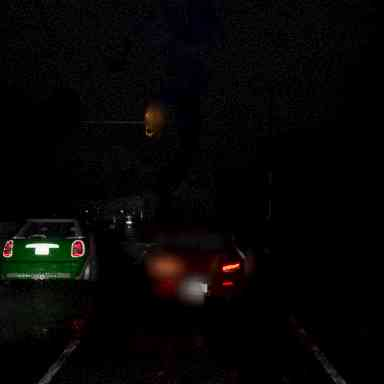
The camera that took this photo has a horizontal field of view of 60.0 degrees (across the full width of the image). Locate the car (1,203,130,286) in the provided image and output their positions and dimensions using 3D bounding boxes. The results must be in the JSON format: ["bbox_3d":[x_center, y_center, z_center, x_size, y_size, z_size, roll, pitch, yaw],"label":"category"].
[{"bbox_3d":[-3.361,1.352,9.611,2.097,1.767,4.553,0,0,0],"label":"car"}]

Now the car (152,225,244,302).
[{"bbox_3d":[0.131,1.526,8.145,1.812,1.442,4.674,0,0,0],"label":"car"}]

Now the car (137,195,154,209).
[{"bbox_3d":[-6.804,1.491,44.114,2.128,1.511,4.902,0,0,0],"label":"car"}]

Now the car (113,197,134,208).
[{"bbox_3d":[-10.251,1.546,50.416,2.033,1.411,5.357,0,0,1],"label":"car"}]

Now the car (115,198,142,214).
[{"bbox_3d":[-6.879,1.601,34.953,1.895,1.301,4.718,0,0,0],"label":"car"}]

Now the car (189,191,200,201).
[{"bbox_3d":[0.578,0.845,66.640,2.097,1.767,4.553,0,3,0],"label":"car"}]

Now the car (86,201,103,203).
[{"bbox_3d":[-10.387,1.601,35.113,1.895,1.301,4.718,0,0,1],"label":"car"}]

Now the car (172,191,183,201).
[{"bbox_3d":[-2.924,0.985,66.399,1.882,1.535,5.008,0,3,1],"label":"car"}]

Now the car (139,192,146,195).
[{"bbox_3d":[-10.012,0.910,68.122,1.837,1.490,4.892,0,4,1],"label":"car"}]

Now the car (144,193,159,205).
[{"bbox_3d":[-6.693,1.427,56.429,1.837,1.490,4.892,0,2,1],"label":"car"}]

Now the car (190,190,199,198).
[{"bbox_3d":[0.561,0.473,76.719,1.837,1.490,4.892,0,3,0],"label":"car"}]

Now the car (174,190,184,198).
[{"bbox_3d":[-2.942,0.510,76.509,2.128,1.511,4.902,0,3,0],"label":"car"}]
